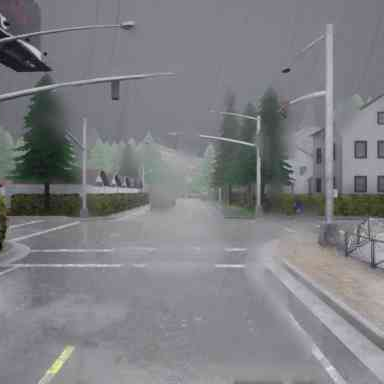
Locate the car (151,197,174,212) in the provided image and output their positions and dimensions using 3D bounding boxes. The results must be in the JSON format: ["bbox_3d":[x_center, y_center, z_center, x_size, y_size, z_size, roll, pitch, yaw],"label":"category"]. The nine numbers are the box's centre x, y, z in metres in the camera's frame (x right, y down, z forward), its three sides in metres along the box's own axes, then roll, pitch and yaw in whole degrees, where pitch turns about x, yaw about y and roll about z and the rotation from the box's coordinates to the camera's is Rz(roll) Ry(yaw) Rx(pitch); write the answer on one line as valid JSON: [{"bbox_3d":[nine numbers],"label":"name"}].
[{"bbox_3d":[-3.591,1.547,38.460,2.033,1.411,5.357,0,0,0],"label":"car"}]

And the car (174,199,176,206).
[{"bbox_3d":[-3.558,1.477,51.349,1.882,1.535,5.008,0,0,0],"label":"car"}]
